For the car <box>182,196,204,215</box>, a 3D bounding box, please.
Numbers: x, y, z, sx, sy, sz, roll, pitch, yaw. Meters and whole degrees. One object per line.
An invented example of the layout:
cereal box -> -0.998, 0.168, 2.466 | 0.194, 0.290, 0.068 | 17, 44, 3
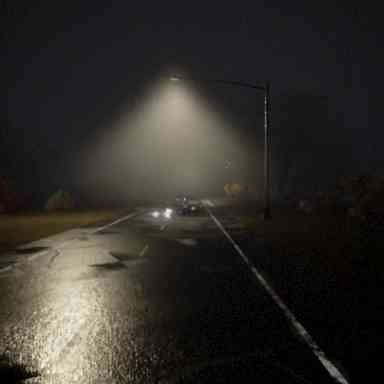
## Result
car -> 0.088, 1.344, 30.396 | 1.994, 1.385, 4.181 | 0, 0, -1

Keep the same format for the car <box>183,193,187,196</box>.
car -> 0.035, 1.203, 44.806 | 1.812, 1.442, 4.674 | 0, 1, 0

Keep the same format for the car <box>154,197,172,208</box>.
car -> -3.612, 1.303, 41.383 | 1.895, 1.301, 4.718 | 0, 0, 0

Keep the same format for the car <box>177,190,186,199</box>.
car -> -2.522, 0.629, 82.346 | 2.150, 2.045, 5.566 | 0, 0, 3
